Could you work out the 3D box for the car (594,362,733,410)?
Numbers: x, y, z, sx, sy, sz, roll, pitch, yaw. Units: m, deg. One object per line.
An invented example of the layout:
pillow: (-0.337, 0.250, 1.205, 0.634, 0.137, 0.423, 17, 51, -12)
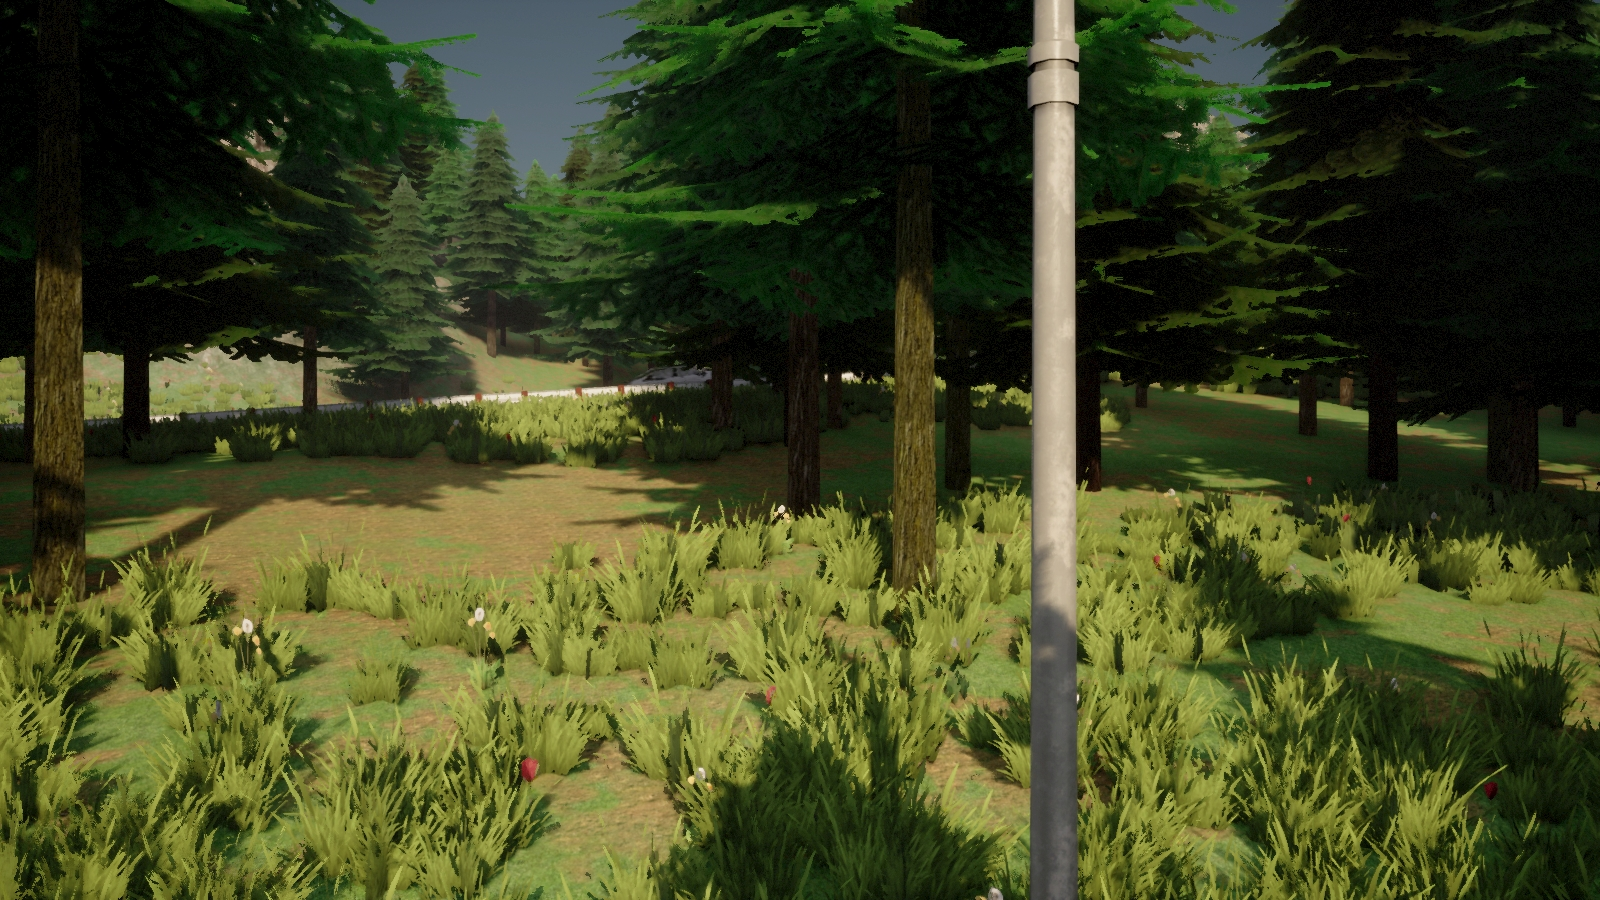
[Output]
car: (-5.259, -2.490, 44.151, 4.792, 1.488, 2.163, -5, 2, -26)
